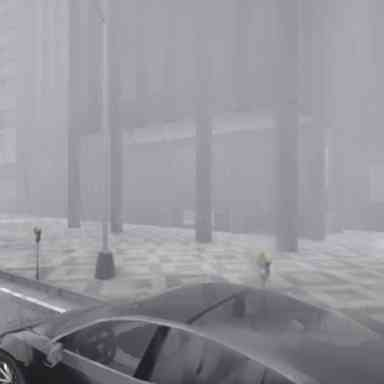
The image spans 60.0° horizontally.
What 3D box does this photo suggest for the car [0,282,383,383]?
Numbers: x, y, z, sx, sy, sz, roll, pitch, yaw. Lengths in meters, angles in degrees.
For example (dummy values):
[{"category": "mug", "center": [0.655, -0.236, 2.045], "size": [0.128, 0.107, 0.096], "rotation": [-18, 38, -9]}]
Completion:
[{"category": "car", "center": [-0.092, 1.559, 3.035], "size": [4.313, 1.339, 1.947], "rotation": [0, 0, 36]}]
